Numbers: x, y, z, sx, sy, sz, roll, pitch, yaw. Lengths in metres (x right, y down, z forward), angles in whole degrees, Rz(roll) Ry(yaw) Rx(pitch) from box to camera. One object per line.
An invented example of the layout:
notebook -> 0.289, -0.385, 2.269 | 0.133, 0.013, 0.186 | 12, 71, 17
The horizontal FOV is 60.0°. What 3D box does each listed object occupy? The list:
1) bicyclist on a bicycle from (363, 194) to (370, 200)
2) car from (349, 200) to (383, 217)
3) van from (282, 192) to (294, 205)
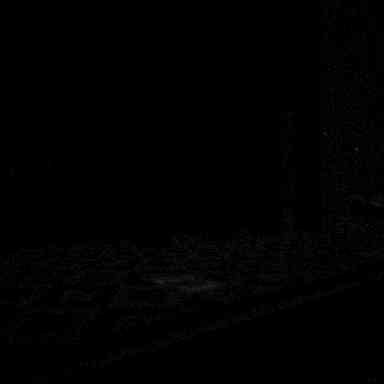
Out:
bicyclist on a bicycle -> 20.878, 1.030, 39.656 | 1.656, 1.620, 0.582 | 0, 1, -36
car -> 14.856, 1.367, 28.326 | 2.008, 1.369, 4.403 | 1, 0, -36
van -> 12.289, 0.930, 46.600 | 1.690, 1.788, 3.998 | 1, 0, -36
